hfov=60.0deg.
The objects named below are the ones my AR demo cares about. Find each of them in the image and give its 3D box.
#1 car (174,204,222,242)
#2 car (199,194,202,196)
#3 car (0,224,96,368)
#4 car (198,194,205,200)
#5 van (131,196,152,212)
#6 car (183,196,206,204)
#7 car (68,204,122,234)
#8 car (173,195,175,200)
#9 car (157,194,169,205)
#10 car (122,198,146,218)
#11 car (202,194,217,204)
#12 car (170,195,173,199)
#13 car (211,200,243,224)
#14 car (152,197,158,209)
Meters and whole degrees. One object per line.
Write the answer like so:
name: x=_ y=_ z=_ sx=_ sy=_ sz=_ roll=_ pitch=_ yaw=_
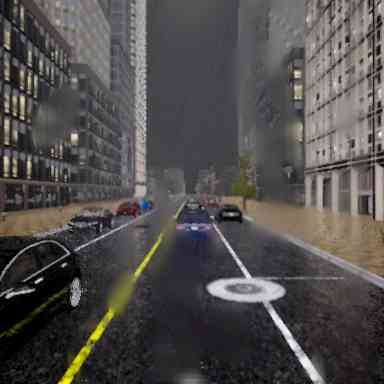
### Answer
car: x=0.099 y=1.542 z=16.174 sx=2.033 sy=1.411 sz=5.357 roll=0 pitch=0 yaw=0
car: x=2.698 y=1.486 z=64.840 sx=1.752 sy=1.417 sz=4.829 roll=0 pitch=0 yaw=0
car: x=-3.101 y=1.503 z=4.915 sx=1.837 sy=1.490 sz=4.892 roll=0 pitch=0 yaw=0
car: x=2.701 y=1.372 z=93.129 sx=1.967 sy=1.590 sz=4.097 roll=0 pitch=0 yaw=0
van: x=-5.684 y=1.324 z=36.225 sx=1.690 sy=1.788 sz=3.998 roll=0 pitch=0 yaw=0
car: x=0.101 y=1.477 z=34.860 sx=2.128 sy=1.511 sz=4.902 roll=0 pitch=0 yaw=0
car: x=-5.687 y=1.543 z=19.148 sx=2.008 sy=1.369 sz=4.403 roll=0 pitch=0 yaw=0
car: x=-5.680 y=1.456 z=92.975 sx=1.752 sy=1.417 sz=4.829 roll=0 pitch=0 yaw=0
car: x=-5.683 y=1.405 z=58.992 sx=1.967 sy=1.590 sz=4.097 roll=0 pitch=0 yaw=0
car: x=-5.686 y=1.531 z=30.532 sx=1.887 sy=1.381 sz=4.507 roll=0 pitch=0 yaw=0
car: x=2.697 y=1.417 z=47.593 sx=1.967 sy=1.590 sz=4.097 roll=0 pitch=0 yaw=0
car: x=-5.682 y=1.520 z=70.378 sx=1.947 sy=1.339 sz=4.313 roll=0 pitch=0 yaw=0
car: x=2.694 y=1.557 z=24.827 sx=1.947 sy=1.339 sz=4.313 roll=0 pitch=0 yaw=0
car: x=-5.685 y=1.561 z=41.917 sx=1.802 sy=1.307 sz=4.206 roll=0 pitch=0 yaw=0
